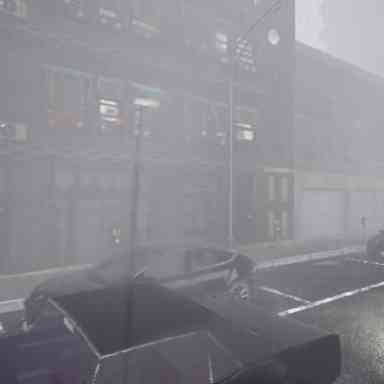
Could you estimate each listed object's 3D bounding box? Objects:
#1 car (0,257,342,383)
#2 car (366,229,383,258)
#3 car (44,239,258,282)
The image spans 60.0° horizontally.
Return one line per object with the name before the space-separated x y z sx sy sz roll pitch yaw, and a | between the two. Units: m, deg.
car | -0.884 1.612 2.741 4.718 1.301 1.895 1 -1 -35
car | 8.342 1.767 12.523 4.313 1.339 1.947 1 -1 -36
car | -0.649 1.607 6.107 4.313 1.339 1.947 1 -1 -36
